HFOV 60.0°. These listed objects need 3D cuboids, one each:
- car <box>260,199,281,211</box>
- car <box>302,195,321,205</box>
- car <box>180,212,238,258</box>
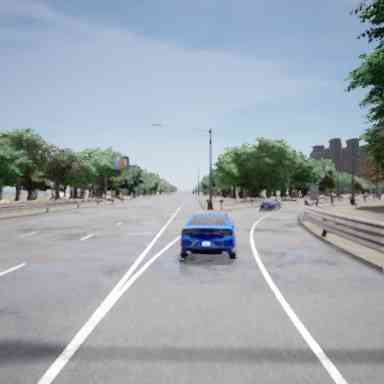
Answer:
[{"bbox_3d":[9.989,1.567,42.189,1.812,1.442,4.674,0,0,28],"label":"car"},{"bbox_3d":[21.135,1.369,58.432,2.097,1.767,4.553,0,0,41],"label":"car"},{"bbox_3d":[0.761,1.508,12.984,1.882,1.535,5.008,0,0,7],"label":"car"}]
